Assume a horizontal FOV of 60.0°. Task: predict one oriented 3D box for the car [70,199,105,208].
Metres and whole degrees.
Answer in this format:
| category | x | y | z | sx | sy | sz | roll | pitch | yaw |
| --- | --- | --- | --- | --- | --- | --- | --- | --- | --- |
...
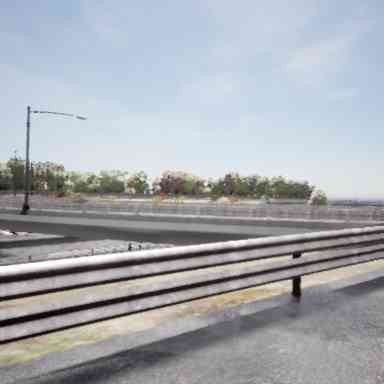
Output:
| category | x | y | z | sx | sy | sz | roll | pitch | yaw |
| --- | --- | --- | --- | --- | --- | --- | --- | --- | --- |
| car | -13.686 | 1.623 | 43.646 | 5.008 | 1.535 | 1.882 | 0 | -1 | 27 |
